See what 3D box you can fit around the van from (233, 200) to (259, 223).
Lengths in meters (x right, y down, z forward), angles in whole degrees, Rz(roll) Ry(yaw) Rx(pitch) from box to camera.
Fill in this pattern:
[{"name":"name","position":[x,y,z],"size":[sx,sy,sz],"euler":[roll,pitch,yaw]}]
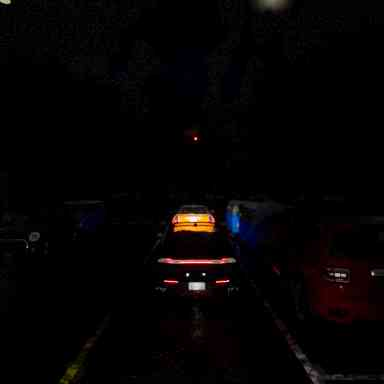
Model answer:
[{"name":"van","position":[2.741,1.342,12.372],"size":[1.690,1.788,3.998],"euler":[0,0,0]}]

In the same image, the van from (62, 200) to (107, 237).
[{"name":"van","position":[-5.793,1.342,17.795],"size":[1.690,1.788,3.998],"euler":[0,0,0]}]

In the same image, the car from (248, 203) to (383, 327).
[{"name":"car","position":[2.751,1.315,6.935],"size":[2.192,1.841,5.009],"euler":[0,0,0]}]

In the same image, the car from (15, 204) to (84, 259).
[{"name":"car","position":[-5.784,1.441,12.358],"size":[1.967,1.590,4.097],"euler":[0,0,0]}]

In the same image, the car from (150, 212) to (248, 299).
[{"name":"car","position":[0.089,1.492,8.456],"size":[2.128,1.511,4.902],"euler":[0,0,0]}]

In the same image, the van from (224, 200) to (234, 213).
[{"name":"van","position":[2.732,1.342,17.810],"size":[1.690,1.788,3.998],"euler":[0,0,0]}]

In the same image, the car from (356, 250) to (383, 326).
[{"name":"car","position":[2.760,1.440,1.497],"size":[1.967,1.590,4.097],"euler":[0,0,0]}]

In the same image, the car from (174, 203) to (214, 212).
[{"name":"car","position":[0.109,1.353,17.505],"size":[2.097,1.767,4.553],"euler":[0,0,1]}]

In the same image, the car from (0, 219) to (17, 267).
[{"name":"car","position":[-5.774,1.525,6.750],"size":[1.752,1.417,4.829],"euler":[0,0,0]}]
